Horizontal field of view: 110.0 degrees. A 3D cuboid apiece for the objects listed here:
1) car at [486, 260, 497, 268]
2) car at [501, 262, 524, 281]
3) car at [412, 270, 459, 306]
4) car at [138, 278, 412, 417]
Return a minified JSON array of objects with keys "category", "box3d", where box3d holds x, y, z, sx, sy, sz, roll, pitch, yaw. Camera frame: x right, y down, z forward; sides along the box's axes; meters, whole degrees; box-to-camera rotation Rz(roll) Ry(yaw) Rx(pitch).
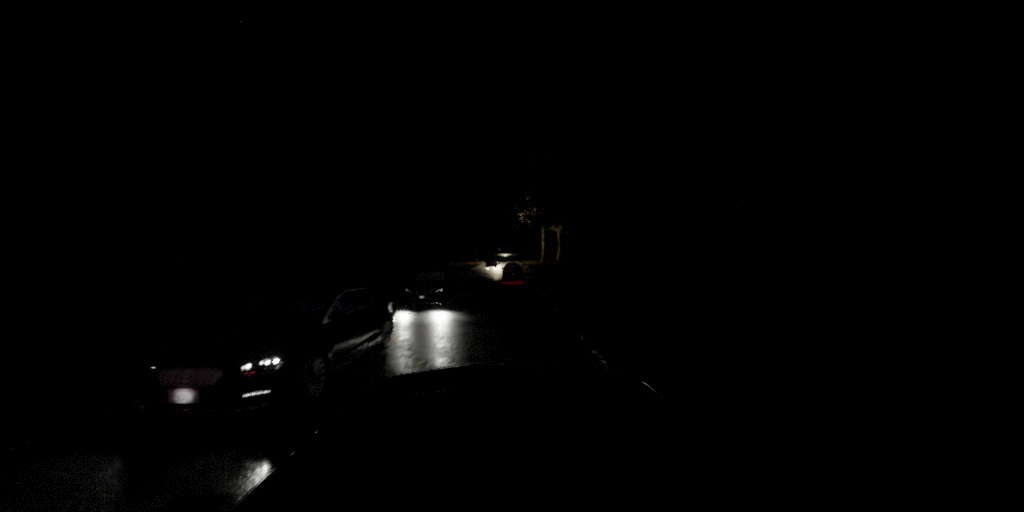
[{"category":"car","box3d":[-3.611,1.371,64.050,2.033,1.411,5.357,0,1,0]},{"category":"car","box3d":[0.053,1.398,32.916,1.882,1.535,5.008,0,0,0]},{"category":"car","box3d":[-3.612,1.387,16.669,1.812,1.442,4.674,0,0,0]},{"category":"car","box3d":[-3.597,1.289,6.387,2.128,1.511,4.902,0,0,0]}]
